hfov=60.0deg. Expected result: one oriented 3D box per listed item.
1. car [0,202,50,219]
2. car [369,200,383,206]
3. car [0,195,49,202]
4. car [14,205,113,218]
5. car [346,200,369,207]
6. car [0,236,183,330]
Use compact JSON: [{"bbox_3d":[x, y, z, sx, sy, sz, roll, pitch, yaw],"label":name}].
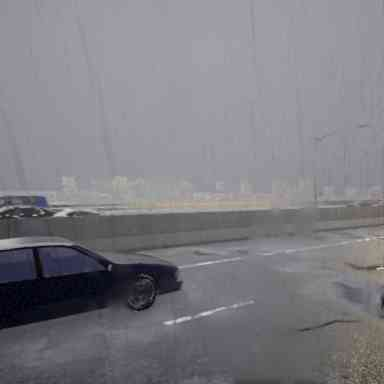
[{"bbox_3d":[-9.886,1.510,18.424,4.892,1.490,1.837,0,0,-35],"label":"car"},{"bbox_3d":[25.217,1.787,42.700,4.892,1.490,1.837,0,0,-34],"label":"car"},{"bbox_3d":[-11.925,1.225,21.272,5.566,2.045,2.150,0,0,-35],"label":"car"},{"bbox_3d":[-6.105,1.545,16.816,4.674,1.442,1.812,0,0,-35],"label":"car"},{"bbox_3d":[22.902,1.843,45.352,4.181,1.385,1.994,0,0,-34],"label":"car"},{"bbox_3d":[-2.805,1.551,6.044,5.357,1.411,2.033,0,0,-35],"label":"car"}]
